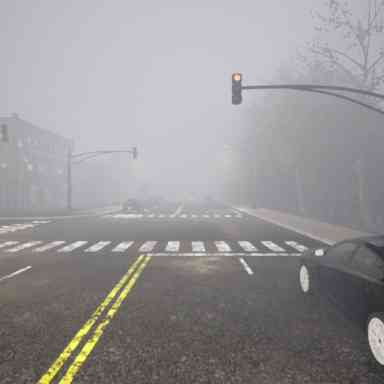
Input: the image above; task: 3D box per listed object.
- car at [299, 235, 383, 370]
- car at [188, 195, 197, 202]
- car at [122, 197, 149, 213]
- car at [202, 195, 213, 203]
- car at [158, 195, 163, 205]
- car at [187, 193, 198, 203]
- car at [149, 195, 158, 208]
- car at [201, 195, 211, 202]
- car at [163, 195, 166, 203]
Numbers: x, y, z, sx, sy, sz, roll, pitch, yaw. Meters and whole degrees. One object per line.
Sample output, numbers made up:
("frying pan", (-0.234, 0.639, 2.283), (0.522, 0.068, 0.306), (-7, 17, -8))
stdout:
("car", (3.345, 1.476, 5.649), (1.882, 1.535, 5.008), (0, 0, 1))
("car", (0.043, 1.498, 79.285), (2.033, 1.411, 5.357), (0, 0, 0))
("car", (-6.571, 1.475, 37.601), (2.128, 1.511, 4.902), (0, 0, 0))
("car", (3.389, 1.470, 68.974), (1.837, 1.490, 4.892), (0, 0, 0))
("car", (-6.553, 1.450, 56.634), (1.882, 1.535, 5.008), (0, 0, 0))
("car", (0.136, 1.187, 68.642), (2.150, 2.045, 5.566), (0, 0, 0))
("car", (-6.564, 1.470, 47.060), (2.128, 1.511, 4.902), (0, 0, 0))
("car", (3.293, 1.483, 79.163), (2.128, 1.511, 4.902), (0, 0, 0))
("car", (-6.491, 1.319, 66.713), (2.097, 1.767, 4.553), (0, 0, 1))
